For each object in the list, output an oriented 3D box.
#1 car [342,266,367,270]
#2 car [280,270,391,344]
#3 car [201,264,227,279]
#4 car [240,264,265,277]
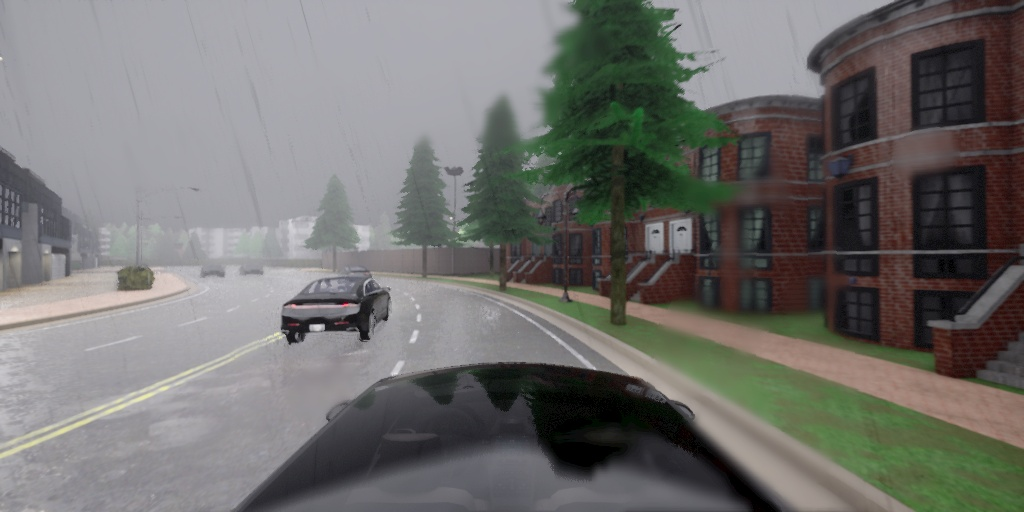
[{"bbox_3d":[-12.062,1.477,27.305,2.128,1.511,4.902,0,-1,-34],"label":"car"},{"bbox_3d":[-4.588,1.320,9.983,2.128,1.511,4.902,0,0,-11],"label":"car"},{"bbox_3d":[-32.405,1.647,38.931,1.837,1.490,4.892,0,-1,-44],"label":"car"},{"bbox_3d":[-30.161,1.660,41.645,1.837,1.490,4.892,0,-1,-44],"label":"car"}]
